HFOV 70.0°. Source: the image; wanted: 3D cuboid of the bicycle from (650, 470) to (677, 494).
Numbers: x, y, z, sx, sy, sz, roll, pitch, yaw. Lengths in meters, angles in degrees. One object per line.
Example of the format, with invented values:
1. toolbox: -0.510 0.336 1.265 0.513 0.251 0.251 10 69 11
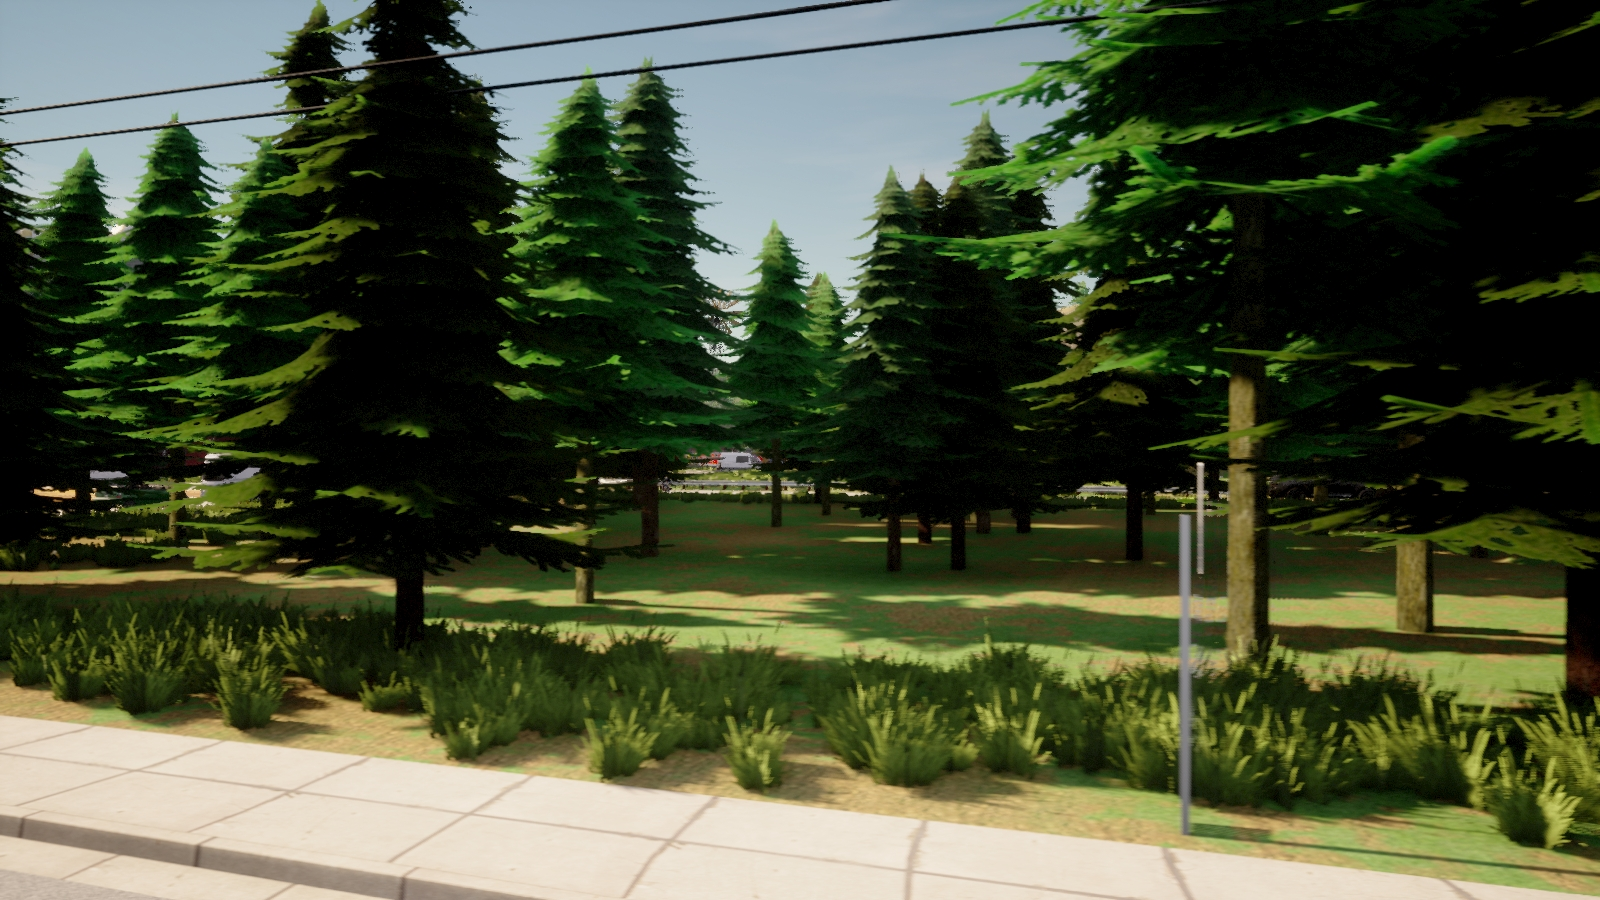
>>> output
1. bicycle: -8.694 2.028 72.782 1.643 1.496 0.373 0 0 10
